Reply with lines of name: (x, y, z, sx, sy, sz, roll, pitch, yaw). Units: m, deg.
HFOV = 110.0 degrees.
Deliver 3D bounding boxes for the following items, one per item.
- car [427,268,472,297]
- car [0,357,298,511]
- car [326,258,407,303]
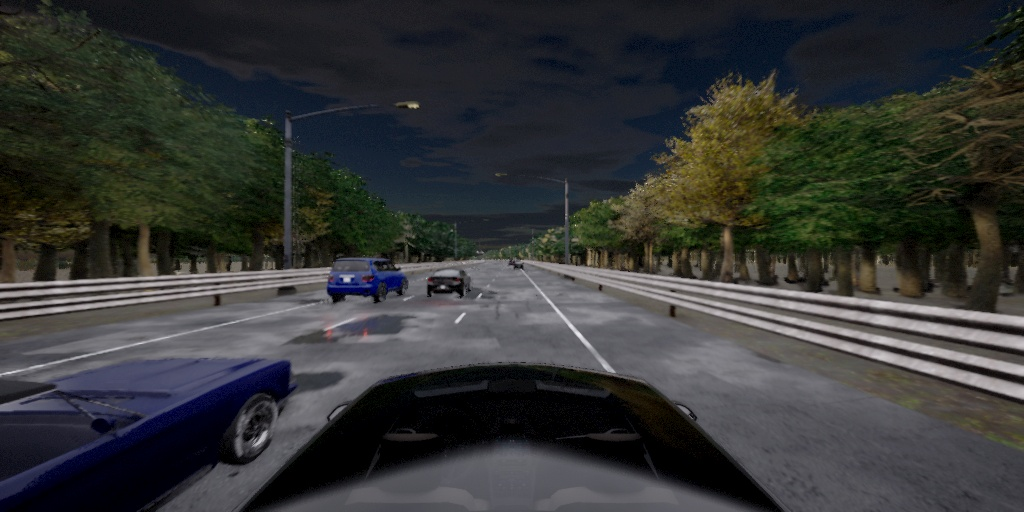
car: (-3.398, 1.391, 20.090, 1.882, 1.535, 5.008, 0, 0, 0)
car: (-3.400, 1.353, 1.997, 1.895, 1.301, 4.718, 0, -1, 0)
car: (-6.897, 1.114, 17.661, 2.150, 2.045, 5.566, 0, -1, 0)
